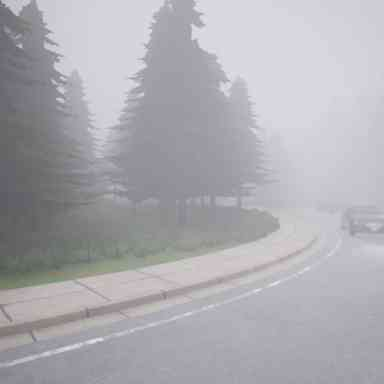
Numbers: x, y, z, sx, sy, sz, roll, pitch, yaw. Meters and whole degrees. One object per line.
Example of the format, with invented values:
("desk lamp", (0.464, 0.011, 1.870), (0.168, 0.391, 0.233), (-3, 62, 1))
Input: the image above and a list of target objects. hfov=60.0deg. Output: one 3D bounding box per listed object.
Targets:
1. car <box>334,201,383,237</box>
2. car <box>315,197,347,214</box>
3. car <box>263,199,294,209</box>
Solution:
("car", (9.303, 1.492, 18.014), (2.128, 1.511, 4.902), (0, 0, 17))
("car", (14.916, 1.350, 35.392), (2.097, 1.767, 4.553), (0, 0, -2))
("car", (11.892, 1.599, 46.326), (1.895, 1.301, 4.718), (0, 0, -26))
